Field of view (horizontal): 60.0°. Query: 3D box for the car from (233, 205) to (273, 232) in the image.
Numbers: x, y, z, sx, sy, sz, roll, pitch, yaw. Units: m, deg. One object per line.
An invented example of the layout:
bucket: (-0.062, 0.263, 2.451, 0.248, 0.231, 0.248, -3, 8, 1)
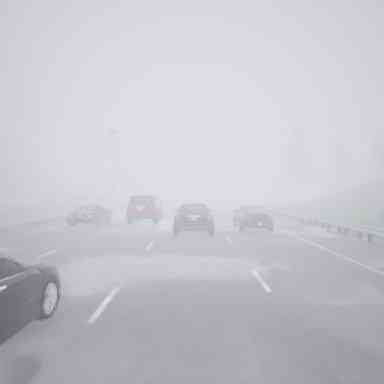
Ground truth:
car: (3.598, 1.517, 20.015, 1.812, 1.442, 4.674, 0, 0, 0)

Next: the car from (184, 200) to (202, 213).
car: (0.094, 1.586, 37.661, 1.895, 1.301, 4.718, 0, 0, 0)

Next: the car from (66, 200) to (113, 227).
car: (-6.903, 1.539, 22.968, 2.033, 1.411, 5.357, 0, 0, 0)

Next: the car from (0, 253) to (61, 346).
car: (-3.406, 1.504, 4.414, 1.837, 1.490, 4.892, 0, 0, 0)

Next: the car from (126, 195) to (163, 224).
car: (-3.404, 1.212, 24.682, 2.150, 2.045, 5.566, 0, 0, 0)

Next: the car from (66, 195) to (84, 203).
car: (-24.512, 1.450, 69.787, 1.882, 1.535, 5.008, 0, 0, 0)

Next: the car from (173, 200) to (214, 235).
car: (0.097, 1.345, 18.763, 2.097, 1.767, 4.553, 0, 0, 0)
